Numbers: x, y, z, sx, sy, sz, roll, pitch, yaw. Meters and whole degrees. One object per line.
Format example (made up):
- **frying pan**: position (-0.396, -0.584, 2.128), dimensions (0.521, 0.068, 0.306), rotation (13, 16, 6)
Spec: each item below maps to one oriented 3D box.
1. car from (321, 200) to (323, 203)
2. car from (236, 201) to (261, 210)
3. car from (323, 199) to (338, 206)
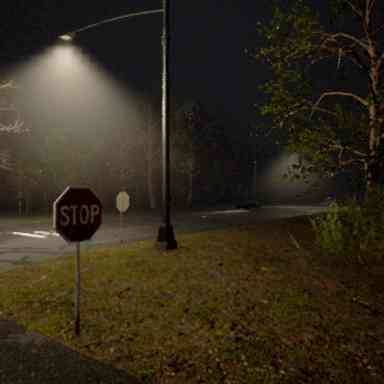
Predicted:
- **car**: position (33.602, 2.129, 82.802), dimensions (1.895, 1.301, 4.718), rotation (0, 0, 36)
- **car**: position (8.125, 1.938, 47.774), dimensions (1.895, 1.301, 4.718), rotation (0, 0, 36)
- **car**: position (26.140, 1.883, 61.387), dimensions (1.882, 1.535, 5.008), rotation (0, 0, 32)
